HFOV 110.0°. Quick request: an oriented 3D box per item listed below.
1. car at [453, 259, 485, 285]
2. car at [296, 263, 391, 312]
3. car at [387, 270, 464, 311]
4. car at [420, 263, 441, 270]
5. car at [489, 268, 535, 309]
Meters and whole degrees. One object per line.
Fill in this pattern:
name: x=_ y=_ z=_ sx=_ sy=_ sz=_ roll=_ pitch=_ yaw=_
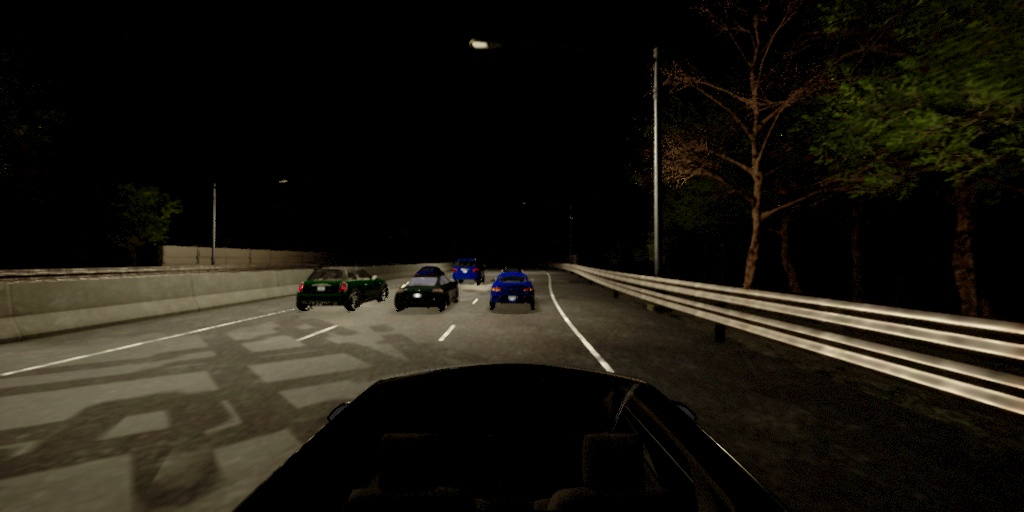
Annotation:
car: x=-3.486 y=1.269 z=29.396 sx=2.150 sy=2.045 sz=5.566 roll=0 pitch=0 yaw=0
car: x=-6.975 y=1.243 z=15.266 sx=2.097 sy=1.767 sz=4.553 roll=0 pitch=-1 yaw=1
car: x=-3.477 y=1.456 z=15.308 sx=1.994 sy=1.385 sz=4.181 roll=0 pitch=-1 yaw=1
car: x=-6.968 y=1.585 z=30.743 sx=1.812 sy=1.442 sz=4.674 roll=0 pitch=0 yaw=1
car: x=0.029 y=1.422 z=15.743 sx=1.812 sy=1.442 sz=4.674 roll=0 pitch=0 yaw=1
